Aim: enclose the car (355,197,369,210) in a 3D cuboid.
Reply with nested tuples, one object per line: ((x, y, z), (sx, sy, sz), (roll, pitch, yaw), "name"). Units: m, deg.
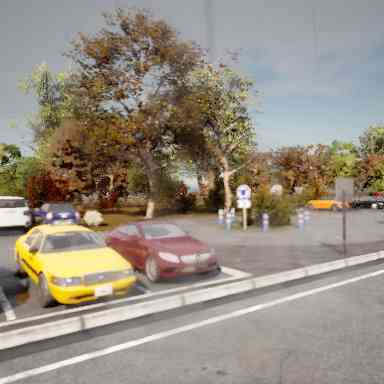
((17.337, 1.344, 38.861), (2.097, 1.535, 5.008), (0, 0, -35), "car")

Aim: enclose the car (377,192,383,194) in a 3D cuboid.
((28.897, 1.075, 46.966), (2.435, 2.045, 5.566), (0, 0, -35), "car")

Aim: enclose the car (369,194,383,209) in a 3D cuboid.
((22.051, 1.338, 42.192), (2.231, 1.521, 4.892), (0, 0, -35), "car")

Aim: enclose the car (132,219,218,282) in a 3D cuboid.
((-1.169, 1.577, 10.167), (2.002, 1.452, 4.674), (0, -1, -35), "car")

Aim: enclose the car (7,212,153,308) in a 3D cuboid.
((-3.209, 1.532, 8.477), (1.946, 1.575, 5.366), (0, 0, -35), "car")

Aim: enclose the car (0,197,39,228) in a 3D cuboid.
((-10.888, 1.283, 19.329), (2.435, 2.045, 5.566), (0, 0, -35), "car")

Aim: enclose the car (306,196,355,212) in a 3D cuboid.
((15.145, 1.222, 37.286), (2.185, 1.767, 4.553), (0, 0, -35), "car")

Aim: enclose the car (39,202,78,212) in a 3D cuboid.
((-8.580, 1.410, 20.889), (2.185, 1.767, 4.553), (0, 0, -35), "car")
